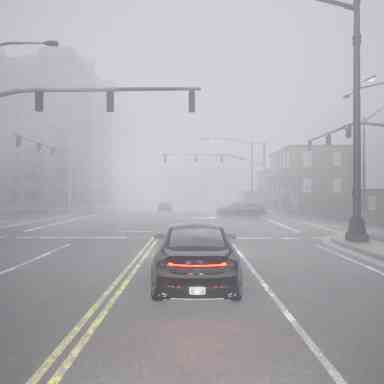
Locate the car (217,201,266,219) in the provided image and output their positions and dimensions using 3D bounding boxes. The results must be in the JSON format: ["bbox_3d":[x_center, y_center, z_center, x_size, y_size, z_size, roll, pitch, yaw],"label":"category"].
[{"bbox_3d":[4.183,1.492,28.325,4.181,1.385,1.994,0,0,1],"label":"car"}]

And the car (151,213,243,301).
[{"bbox_3d":[0.092,1.504,8.316,1.837,1.490,4.892,0,0,0],"label":"car"}]

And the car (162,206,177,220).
[{"bbox_3d":[-3.642,3.519,54.959,2.128,1.511,4.902,0,-12,0],"label":"car"}]

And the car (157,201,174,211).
[{"bbox_3d":[-3.642,2.063,45.551,1.837,1.490,4.892,0,-5,0],"label":"car"}]
